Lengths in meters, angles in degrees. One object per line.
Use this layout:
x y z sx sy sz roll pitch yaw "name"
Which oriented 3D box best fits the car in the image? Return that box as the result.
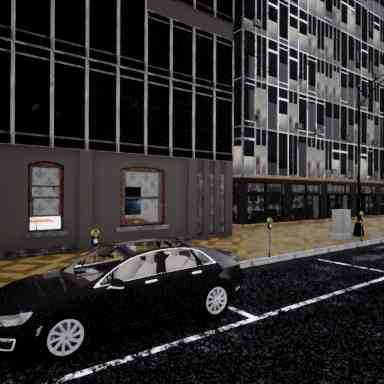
-1.045 1.551 5.806 4.403 1.369 2.008 0 0 -35 "car"
